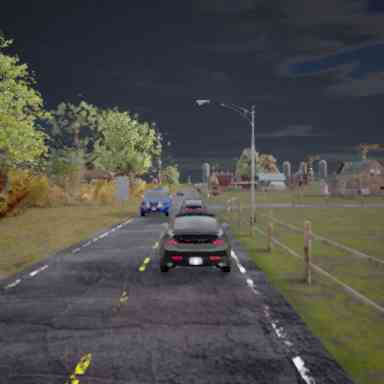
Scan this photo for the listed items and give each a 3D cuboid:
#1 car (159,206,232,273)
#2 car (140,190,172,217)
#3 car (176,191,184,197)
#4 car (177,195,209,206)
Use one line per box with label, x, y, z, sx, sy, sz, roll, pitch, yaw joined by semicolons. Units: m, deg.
car;0.096;1.355;10.144;1.837;1.490;4.892;0;0;0
car;-2.754;0.835;26.649;2.150;2.045;5.566;0;1;0
car;-2.760;0.425;75.987;1.895;1.301;4.718;0;1;0
car;0.096;1.174;22.671;1.837;1.490;4.892;0;1;0
